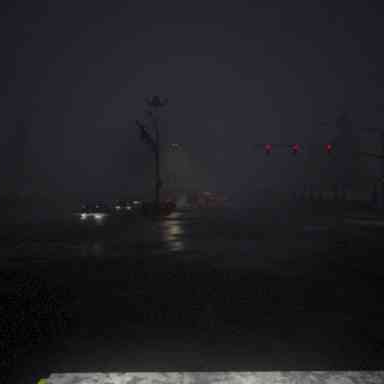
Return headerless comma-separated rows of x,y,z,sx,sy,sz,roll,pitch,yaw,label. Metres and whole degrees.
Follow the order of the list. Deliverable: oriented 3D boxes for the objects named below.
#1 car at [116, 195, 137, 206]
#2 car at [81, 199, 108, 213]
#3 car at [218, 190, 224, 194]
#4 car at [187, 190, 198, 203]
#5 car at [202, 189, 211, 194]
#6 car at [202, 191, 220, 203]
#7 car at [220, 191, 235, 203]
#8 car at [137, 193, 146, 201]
-10.557,1.323,52.451,2.097,1.767,4.553,0,0,0,car
-10.558,1.509,36.584,1.812,1.442,4.674,0,0,0,car
6.927,0.169,77.998,1.812,1.442,4.674,0,7,0,car
0.092,1.094,62.751,2.097,1.767,4.553,0,2,0,car
3.427,0.002,77.969,2.097,1.767,4.553,0,7,0,car
3.591,1.224,62.972,2.128,1.511,4.902,0,2,0,car
7.087,1.215,63.950,1.812,1.442,4.674,0,3,0,car
-10.529,1.010,67.758,2.033,1.411,5.357,0,4,0,car
